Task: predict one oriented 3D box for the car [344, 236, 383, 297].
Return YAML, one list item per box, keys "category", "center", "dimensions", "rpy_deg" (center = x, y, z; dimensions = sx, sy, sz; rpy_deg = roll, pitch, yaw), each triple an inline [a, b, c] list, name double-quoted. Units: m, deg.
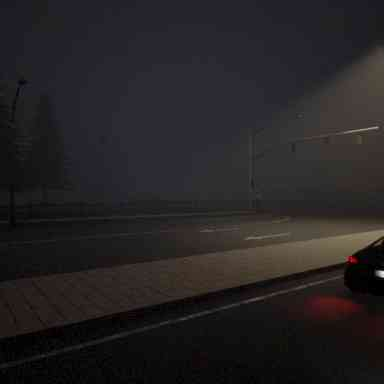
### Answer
- category: "car"
  center: [5.356, 1.564, 7.597]
  dimensions: [4.181, 1.385, 1.994]
  rpy_deg: [0, 0, -35]
